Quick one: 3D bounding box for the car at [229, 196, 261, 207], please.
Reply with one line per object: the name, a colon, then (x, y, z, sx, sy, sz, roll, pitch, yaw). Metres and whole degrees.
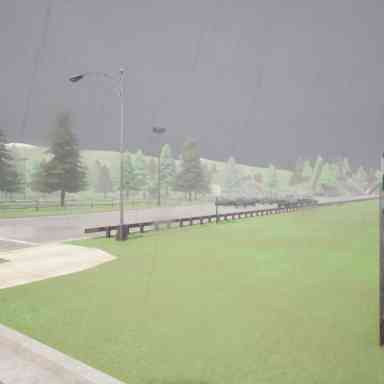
car: (8.063, 1.491, 50.505, 2.128, 1.511, 4.902, 0, 0, 35)

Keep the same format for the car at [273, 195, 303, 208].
car: (13.294, 1.505, 45.782, 1.837, 1.490, 4.892, 0, 0, 35)

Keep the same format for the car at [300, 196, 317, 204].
car: (23.076, 1.526, 65.773, 1.812, 1.442, 4.674, 0, 0, 35)

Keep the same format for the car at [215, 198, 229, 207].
car: (5.366, 1.564, 52.742, 1.994, 1.385, 4.181, 0, 0, 35)

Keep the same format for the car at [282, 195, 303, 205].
car: (17.579, 1.352, 57.921, 2.097, 1.767, 4.553, 0, 0, 35)

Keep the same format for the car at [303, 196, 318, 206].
car: (19.157, 1.505, 54.243, 1.837, 1.490, 4.892, 0, 0, 35)

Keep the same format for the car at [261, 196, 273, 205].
car: (13.896, 1.491, 58.935, 2.128, 1.511, 4.902, 0, 0, 35)

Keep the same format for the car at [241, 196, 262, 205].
car: (11.028, 1.478, 60.941, 1.882, 1.535, 5.008, 0, 0, 35)
